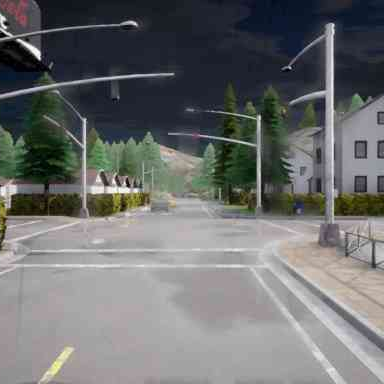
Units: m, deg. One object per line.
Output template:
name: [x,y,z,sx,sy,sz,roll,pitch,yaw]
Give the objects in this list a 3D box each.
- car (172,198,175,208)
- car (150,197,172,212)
car: [-3.585,1.478,48.600,1.882,1.535,5.008,0,0,0]
car: [-3.583,1.526,38.128,1.812,1.442,4.674,0,0,0]
